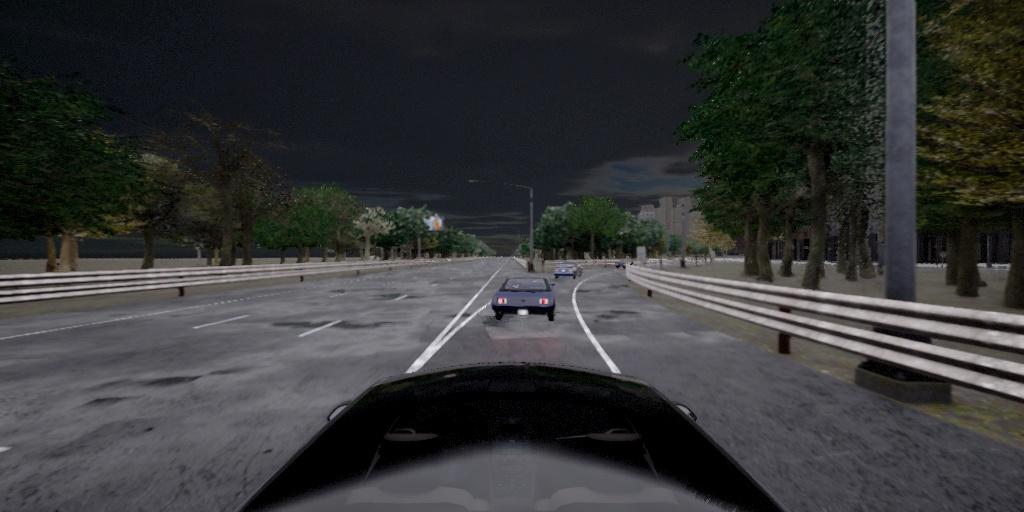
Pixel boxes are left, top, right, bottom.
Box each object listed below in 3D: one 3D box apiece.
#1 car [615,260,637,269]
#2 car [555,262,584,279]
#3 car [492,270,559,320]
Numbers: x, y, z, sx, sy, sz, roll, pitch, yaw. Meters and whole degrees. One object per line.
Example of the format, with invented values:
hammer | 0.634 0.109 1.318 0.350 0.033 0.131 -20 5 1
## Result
car | 17.495 1.274 54.707 1.895 1.301 4.718 0 0 38
car | 5.119 1.267 31.982 2.033 1.411 5.357 0 0 20
car | 0.578 1.339 12.604 1.895 1.301 4.718 0 0 7
